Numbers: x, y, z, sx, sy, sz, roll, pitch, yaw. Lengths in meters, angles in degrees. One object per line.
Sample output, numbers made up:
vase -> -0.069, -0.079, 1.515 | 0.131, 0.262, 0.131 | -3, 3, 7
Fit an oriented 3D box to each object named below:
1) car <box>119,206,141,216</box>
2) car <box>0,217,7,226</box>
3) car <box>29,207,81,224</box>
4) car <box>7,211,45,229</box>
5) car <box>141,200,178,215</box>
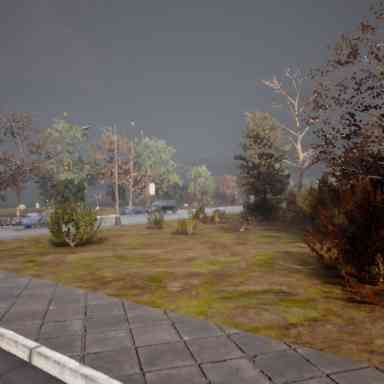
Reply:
car -> -8.393, 2.640, 46.762 | 1.994, 1.385, 4.181 | -3, -2, 32
car -> -17.364, 2.394, 26.350 | 2.033, 1.411, 5.357 | -3, -2, 34
car -> -14.887, 2.513, 36.500 | 2.128, 1.511, 4.902 | -3, -2, 33
car -> -11.953, 2.230, 27.637 | 2.033, 1.411, 5.357 | -3, -2, 32
car -> -4.192, 2.155, 46.889 | 2.150, 2.045, 5.566 | -3, -2, 32
